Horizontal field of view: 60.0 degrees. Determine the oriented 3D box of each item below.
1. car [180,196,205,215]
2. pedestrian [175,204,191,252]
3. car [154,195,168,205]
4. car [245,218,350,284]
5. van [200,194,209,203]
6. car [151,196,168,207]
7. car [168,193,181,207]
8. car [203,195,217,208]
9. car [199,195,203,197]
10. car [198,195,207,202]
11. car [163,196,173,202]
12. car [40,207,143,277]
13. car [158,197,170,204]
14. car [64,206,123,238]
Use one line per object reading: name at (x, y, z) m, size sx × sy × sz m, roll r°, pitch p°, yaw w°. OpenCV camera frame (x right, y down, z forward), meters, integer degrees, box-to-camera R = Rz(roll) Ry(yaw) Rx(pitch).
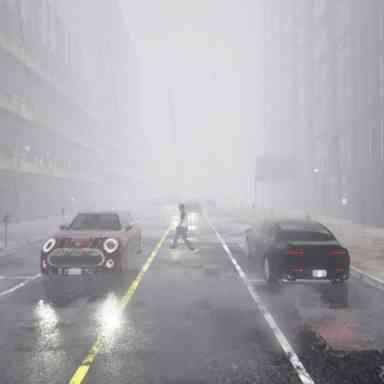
car at (0.054, 1.502, 33.794) m, size 1.837 × 1.490 × 4.892 m, roll 0°, pitch 0°, yaw 0°
pedestrian at (-0.330, 1.293, 12.533) m, size 0.375 × 1.860 × 0.375 m, roll 1°, pitch -1°, yaw 0°
car at (-5.340, 1.436, 58.118) m, size 1.967 × 1.590 × 4.097 m, roll 1°, pitch 0°, yaw 0°
car at (2.743, 1.505, 9.577) m, size 1.837 × 1.490 × 4.892 m, roll 0°, pitch 0°, yaw 0°
van at (2.534, 1.337, 69.253) m, size 1.690 × 1.788 × 3.998 m, roll 1°, pitch 0°, yaw 0°
car at (-5.339, 1.562, 52.472) m, size 1.947 × 1.339 × 4.313 m, roll 1°, pitch 0°, yaw 0°
car at (-2.869, 1.219, 52.978) m, size 2.150 × 2.045 × 5.566 m, roll 0°, pitch 0°, yaw 0°
car at (2.546, 1.547, 46.644) m, size 2.008 × 1.369 × 4.403 m, roll 1°, pitch 0°, yaw 0°
car at (0.007, 1.488, 45.322) m, size 2.128 × 1.511 × 4.902 m, roll 0°, pitch 0°, yaw 0°
car at (2.524, 1.542, 80.558) m, size 1.887 × 1.381 × 4.507 m, roll 1°, pitch 0°, yaw 0°
car at (-5.353, 1.579, 75.058) m, size 1.802 × 1.307 × 4.206 m, roll 1°, pitch 0°, yaw 0°
car at (-2.858, 1.351, 10.361) m, size 2.097 × 1.767 × 4.553 m, roll 0°, pitch 0°, yaw 0°
car at (-5.346, 1.578, 63.765) m, size 1.802 × 1.307 × 4.206 m, roll 1°, pitch 0°, yaw 0°
car at (-5.317, 1.549, 18.593) m, size 2.008 × 1.369 × 4.403 m, roll 1°, pitch 0°, yaw 0°
